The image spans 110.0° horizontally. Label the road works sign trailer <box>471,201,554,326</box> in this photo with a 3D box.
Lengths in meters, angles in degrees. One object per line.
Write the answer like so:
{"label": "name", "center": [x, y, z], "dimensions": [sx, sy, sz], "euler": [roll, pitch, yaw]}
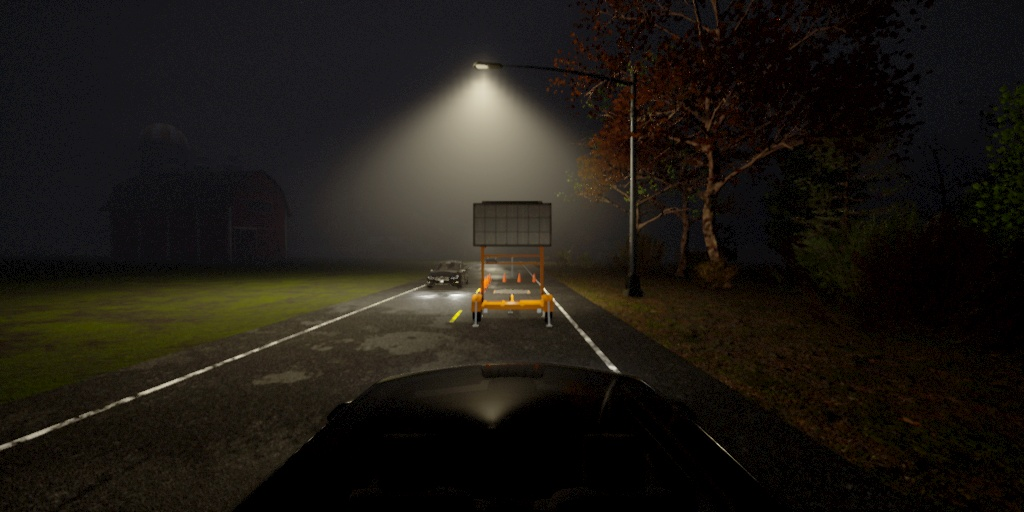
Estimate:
{"label": "road works sign trailer", "center": [0.009, 0.109, 11.124], "dimensions": [2.380, 3.560, 2.880], "euler": [0, 0, 0]}

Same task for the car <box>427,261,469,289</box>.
{"label": "car", "center": [-3.607, 1.039, 20.853], "dimensions": [1.837, 1.490, 4.892], "euler": [0, 1, 0]}

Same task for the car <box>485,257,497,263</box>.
{"label": "car", "center": [-3.584, 0.652, 62.660], "dimensions": [1.895, 1.301, 4.718], "euler": [0, 1, 1]}
